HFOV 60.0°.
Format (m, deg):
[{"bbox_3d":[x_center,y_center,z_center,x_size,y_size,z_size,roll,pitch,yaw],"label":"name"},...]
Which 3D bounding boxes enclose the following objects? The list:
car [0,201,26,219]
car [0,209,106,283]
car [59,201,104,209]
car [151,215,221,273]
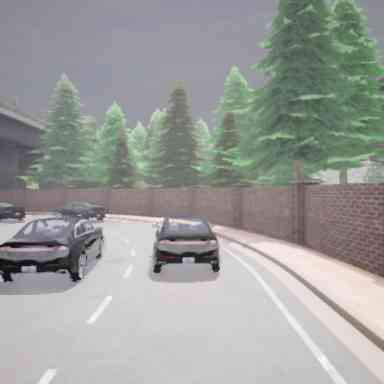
[{"bbox_3d":[-15.030,1.463,25.586,5.008,1.535,1.882,0,0,27],"label":"car"},{"bbox_3d":[-3.798,1.486,9.732,2.128,1.511,4.902,0,0,-5],"label":"car"},{"bbox_3d":[-8.745,1.490,25.939,4.892,1.490,1.837,0,-1,39],"label":"car"},{"bbox_3d":[-0.268,1.487,10.738,2.128,1.511,4.902,0,0,-4],"label":"car"}]
